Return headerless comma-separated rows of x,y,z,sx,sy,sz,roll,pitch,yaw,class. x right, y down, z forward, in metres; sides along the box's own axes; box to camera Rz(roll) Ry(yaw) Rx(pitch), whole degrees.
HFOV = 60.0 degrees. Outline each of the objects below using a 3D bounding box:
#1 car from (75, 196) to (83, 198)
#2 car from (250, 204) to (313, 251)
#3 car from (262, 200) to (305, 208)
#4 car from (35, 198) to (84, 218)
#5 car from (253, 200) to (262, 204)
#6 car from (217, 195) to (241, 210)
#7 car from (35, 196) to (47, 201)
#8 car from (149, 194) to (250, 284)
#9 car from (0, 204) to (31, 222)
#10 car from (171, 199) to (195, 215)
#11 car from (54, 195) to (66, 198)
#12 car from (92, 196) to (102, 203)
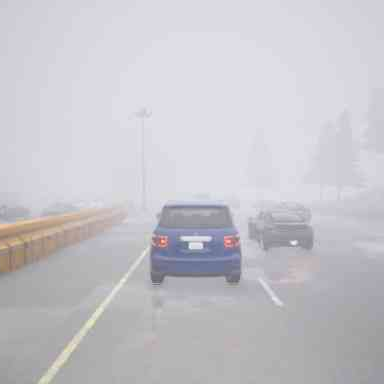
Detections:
-22.924,1.489,67.317,2.128,1.511,4.902,0,0,-19,car
3.574,1.501,14.147,1.837,1.490,4.892,0,1,-1,car
6.852,1.481,23.816,2.128,1.511,4.902,0,0,-2,car
-11.143,1.535,28.442,2.033,1.411,5.357,0,0,-5,car
8.881,1.583,40.274,1.895,1.301,4.718,0,0,-8,car
4.779,1.334,43.716,2.097,1.767,4.553,0,0,-9,car
-29.833,1.522,65.870,1.994,1.385,4.181,0,0,-19,car
0.094,1.219,9.699,2.150,2.045,5.566,0,0,0,car
-14.485,1.589,26.058,1.895,1.301,4.718,0,0,-4,car
-1.060,1.532,35.337,2.033,1.411,5.357,0,0,-7,car
-26.180,1.323,66.033,2.097,1.767,4.553,0,0,-19,car
-19.669,1.556,68.601,1.895,1.301,4.718,0,0,-19,car
